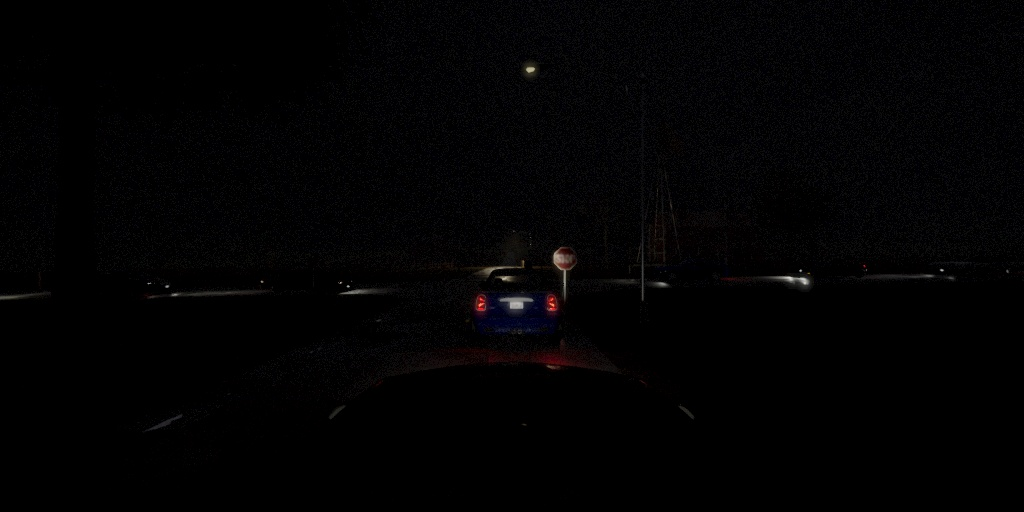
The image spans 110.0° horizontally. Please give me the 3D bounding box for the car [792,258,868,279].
[{"bbox_3d":[22.613,0.834,25.602,4.181,1.385,1.994,-1,1,0],"label":"car"}]

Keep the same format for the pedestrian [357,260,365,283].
[{"bbox_3d":[-12.145,1.214,28.819,0.375,1.860,0.375,0,2,0],"label":"pedestrian"}]

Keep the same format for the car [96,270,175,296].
[{"bbox_3d":[-24.496,1.716,22.918,4.902,1.511,2.128,-1,1,0],"label":"car"}]

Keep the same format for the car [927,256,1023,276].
[{"bbox_3d":[32.862,0.662,25.539,4.718,1.301,1.895,-1,1,1],"label":"car"}]

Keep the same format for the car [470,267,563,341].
[{"bbox_3d":[0.103,1.104,9.979,2.097,1.767,4.553,0,0,0],"label":"car"}]

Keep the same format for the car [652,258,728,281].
[{"bbox_3d":[12.660,0.947,25.653,5.008,1.535,1.882,-1,1,0],"label":"car"}]

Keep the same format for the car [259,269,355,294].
[{"bbox_3d":[-12.933,1.563,22.675,5.357,1.411,2.033,-1,1,4],"label":"car"}]
